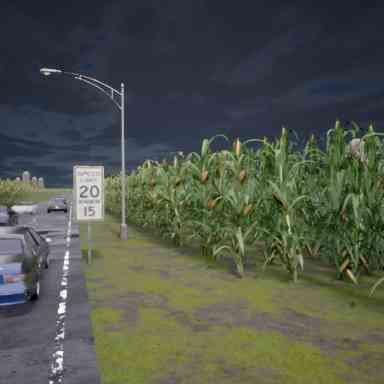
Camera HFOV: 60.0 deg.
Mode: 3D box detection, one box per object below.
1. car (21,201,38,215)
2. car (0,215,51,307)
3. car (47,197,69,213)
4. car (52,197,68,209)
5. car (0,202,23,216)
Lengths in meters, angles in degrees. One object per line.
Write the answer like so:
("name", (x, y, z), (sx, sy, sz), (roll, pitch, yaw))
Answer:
("car", (-16.300, 1.605, 32.427), (1.895, 1.301, 4.718), (0, 0, -19))
("car", (-4.506, 1.548, 7.909), (2.033, 1.411, 5.357), (0, 0, -20))
("car", (-14.656, 1.542, 36.339), (1.994, 1.385, 4.181), (0, 0, -19))
("car", (-18.102, 1.469, 45.788), (1.837, 1.490, 4.892), (0, 0, -20))
("car", (-12.207, 1.581, 20.922), (1.994, 1.385, 4.181), (0, 0, -20))
